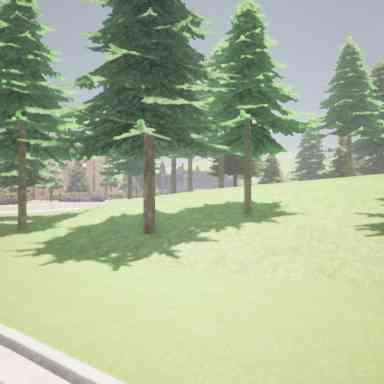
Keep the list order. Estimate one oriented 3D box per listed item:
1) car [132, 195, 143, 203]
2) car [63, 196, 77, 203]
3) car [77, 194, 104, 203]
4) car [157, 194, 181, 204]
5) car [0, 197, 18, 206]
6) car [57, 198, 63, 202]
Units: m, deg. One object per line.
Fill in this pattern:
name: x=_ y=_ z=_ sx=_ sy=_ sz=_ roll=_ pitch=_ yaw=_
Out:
car: x=-9.678 y=1.281 z=65.462 sx=2.097 sy=1.767 sz=4.553 roll=0 pitch=0 yaw=35
car: x=-22.529 y=1.452 z=67.178 sx=2.033 sy=1.411 sz=5.357 roll=0 pitch=0 yaw=35
car: x=-19.582 y=1.269 z=65.318 sx=2.097 sy=1.767 sz=4.553 roll=0 pitch=0 yaw=36
car: x=-4.829 y=1.287 z=66.195 sx=2.097 sy=1.767 sz=4.553 roll=0 pitch=0 yaw=36
car: x=-28.682 y=1.481 z=52.484 sx=1.994 sy=1.385 sz=4.181 roll=0 pitch=0 yaw=35
car: x=-25.343 y=1.446 z=69.262 sx=2.033 sy=1.411 sz=5.357 roll=0 pitch=0 yaw=35
